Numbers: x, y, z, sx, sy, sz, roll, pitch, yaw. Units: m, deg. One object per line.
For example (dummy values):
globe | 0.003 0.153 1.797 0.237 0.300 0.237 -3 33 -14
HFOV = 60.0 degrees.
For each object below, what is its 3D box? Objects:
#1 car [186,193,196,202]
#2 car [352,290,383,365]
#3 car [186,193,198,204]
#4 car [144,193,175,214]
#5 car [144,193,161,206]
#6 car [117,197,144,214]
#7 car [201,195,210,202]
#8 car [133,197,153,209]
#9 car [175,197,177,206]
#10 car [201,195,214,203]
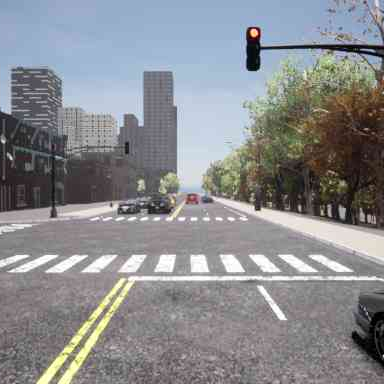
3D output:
car | -0.150 1.195 75.712 2.150 2.045 5.566 0 0 0
car | 3.345 1.547 2.555 2.033 1.411 5.357 0 0 0
car | -0.026 1.199 63.720 2.150 2.045 5.566 0 0 -1
car | -3.422 1.210 35.892 2.150 2.045 5.566 0 0 1
car | -6.695 1.201 56.655 2.150 2.045 5.566 0 0 1
car | -6.662 1.480 35.566 2.128 1.511 4.902 0 0 0
car | 3.101 1.447 75.901 1.882 1.535 5.008 0 0 0
car | -6.676 1.476 45.967 2.128 1.511 4.902 0 0 0
car | -3.427 1.462 45.890 1.882 1.535 5.008 0 0 0
car | 3.222 1.539 65.873 1.994 1.385 4.181 0 0 0
